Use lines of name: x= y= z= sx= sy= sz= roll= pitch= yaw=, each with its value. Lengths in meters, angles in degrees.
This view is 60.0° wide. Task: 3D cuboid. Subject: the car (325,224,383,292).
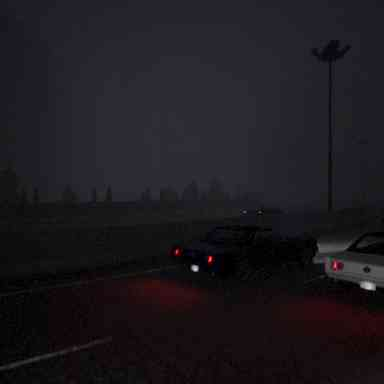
car: x=5.311 y=1.664 z=8.332 sx=4.718 sy=1.301 sz=1.895 roll=0 pitch=0 yaw=-41

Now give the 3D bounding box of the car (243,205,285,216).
car: x=6.416 y=1.790 z=29.478 sx=1.895 sy=1.301 sz=4.718 roll=0 pitch=0 yaw=39

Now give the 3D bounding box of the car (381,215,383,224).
car: x=14.417 y=1.735 z=22.802 sx=1.994 sy=1.385 sz=4.181 roll=0 pitch=0 yaw=40

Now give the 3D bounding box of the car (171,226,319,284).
car: x=1.775 y=1.661 z=9.874 sx=4.718 sy=1.301 sz=1.895 roll=0 pitch=0 yaw=-40
